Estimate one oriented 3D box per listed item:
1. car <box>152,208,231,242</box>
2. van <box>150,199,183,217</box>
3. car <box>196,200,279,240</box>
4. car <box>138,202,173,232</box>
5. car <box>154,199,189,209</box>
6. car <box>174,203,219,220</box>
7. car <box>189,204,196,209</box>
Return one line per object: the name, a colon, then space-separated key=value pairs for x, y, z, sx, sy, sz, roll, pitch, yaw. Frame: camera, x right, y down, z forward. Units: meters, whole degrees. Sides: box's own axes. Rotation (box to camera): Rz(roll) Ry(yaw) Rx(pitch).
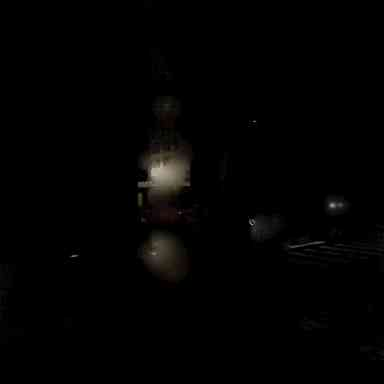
car: x=-0.162 y=1.778 z=17.630 sx=1.802 sy=1.307 sz=4.206 roll=-1 pitch=0 yaw=-35
van: x=-2.807 y=1.688 z=36.025 sx=1.690 sy=1.788 sz=3.998 roll=-1 pitch=0 yaw=-35
car: x=2.568 y=1.517 z=18.369 sx=2.097 sy=1.767 sz=4.553 roll=0 pitch=0 yaw=-35
car: x=-3.360 y=1.705 z=22.113 sx=1.967 sy=1.590 sz=4.097 roll=-1 pitch=0 yaw=-35
car: x=-2.596 y=1.630 z=25.648 sx=2.097 sy=1.767 sz=4.553 roll=0 pitch=0 yaw=-35
car: x=0.292 y=1.804 z=31.682 sx=1.752 sy=1.417 sz=4.829 roll=-1 pitch=0 yaw=-35
car: x=1.086 y=1.796 z=25.922 sx=1.994 sy=1.385 sz=4.181 roll=0 pitch=0 yaw=-35
